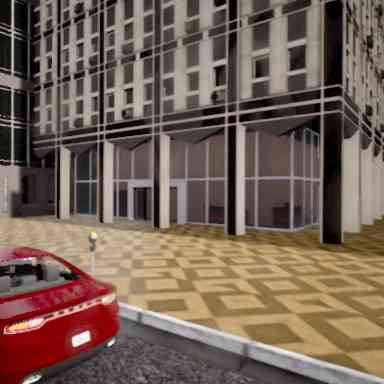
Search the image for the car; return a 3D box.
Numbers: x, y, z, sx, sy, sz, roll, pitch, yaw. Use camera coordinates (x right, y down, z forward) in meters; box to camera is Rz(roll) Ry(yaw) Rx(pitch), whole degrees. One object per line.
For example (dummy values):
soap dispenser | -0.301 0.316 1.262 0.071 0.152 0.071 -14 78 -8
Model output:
car | -3.070 1.511 5.063 4.507 1.381 1.887 0 0 36
